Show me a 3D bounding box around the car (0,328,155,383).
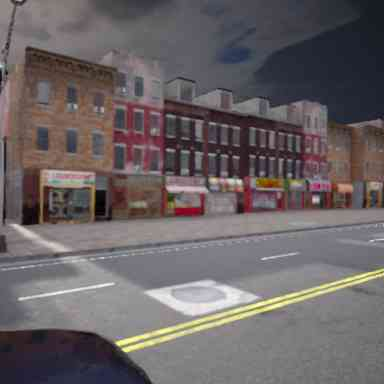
[{"bbox_3d":[-2.164,1.562,1.896,4.181,1.385,1.994,0,0,-36],"label":"car"}]
